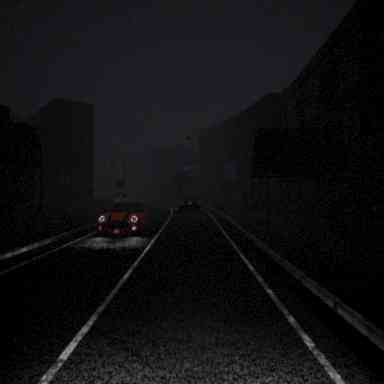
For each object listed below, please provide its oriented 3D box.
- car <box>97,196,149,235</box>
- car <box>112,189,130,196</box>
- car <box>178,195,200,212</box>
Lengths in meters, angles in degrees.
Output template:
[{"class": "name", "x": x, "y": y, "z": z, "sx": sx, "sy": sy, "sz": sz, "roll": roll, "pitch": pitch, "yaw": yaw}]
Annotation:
[{"class": "car", "x": -3.634, "y": 1.293, "z": 18.175, "sx": 2.097, "sy": 1.767, "sz": 4.553, "roll": 0, "pitch": 0, "yaw": 0}, {"class": "car", "x": -12.829, "y": 0.270, "z": 60.148, "sx": 2.097, "sy": 1.767, "sz": 4.553, "roll": 2, "pitch": 1, "yaw": -34}, {"class": "car", "x": -0.370, "y": 1.105, "z": 34.308, "sx": 2.097, "sy": 1.767, "sz": 4.553, "roll": 0, "pitch": 1, "yaw": -4}]
